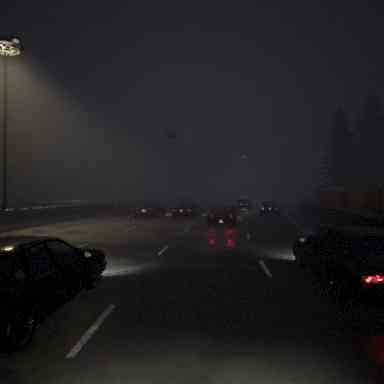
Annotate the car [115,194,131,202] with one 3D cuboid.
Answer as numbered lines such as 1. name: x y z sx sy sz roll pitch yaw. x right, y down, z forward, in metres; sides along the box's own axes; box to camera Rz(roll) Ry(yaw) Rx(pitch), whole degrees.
1. car: -13.795 1.288 68.013 2.097 1.767 4.553 0 0 22

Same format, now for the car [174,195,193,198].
1. car: -1.288 1.453 70.201 1.837 1.490 4.892 0 0 24

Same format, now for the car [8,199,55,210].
1. car: -14.385 1.556 30.876 1.895 1.301 4.718 0 0 11

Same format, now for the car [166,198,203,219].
1. car: -0.328 1.529 28.914 2.033 1.411 5.357 0 0 12

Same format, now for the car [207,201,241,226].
1. car: 2.243 1.590 23.539 1.895 1.301 4.718 0 0 9

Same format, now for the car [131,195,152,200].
1. car: -9.793 1.479 68.458 2.033 1.411 5.357 0 0 22

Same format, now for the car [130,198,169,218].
1. car: -3.653 1.539 29.846 1.994 1.385 4.181 0 0 11

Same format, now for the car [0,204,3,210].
1. car: -17.388 1.439 33.507 2.128 1.511 4.902 0 0 12

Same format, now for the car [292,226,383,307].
1. car: 3.935 1.549 8.147 2.033 1.411 5.357 0 0 4

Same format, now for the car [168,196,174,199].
1. car: -4.049 1.493 72.555 1.994 1.385 4.181 0 0 26

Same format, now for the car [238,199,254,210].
1. car: 6.629 1.533 42.055 2.033 1.411 5.357 0 0 17

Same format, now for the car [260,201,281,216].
1. car: 7.540 1.541 32.157 2.033 1.411 5.357 0 0 13

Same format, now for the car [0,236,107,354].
1. car: -3.192 1.538 6.069 2.033 1.411 5.357 0 0 3
